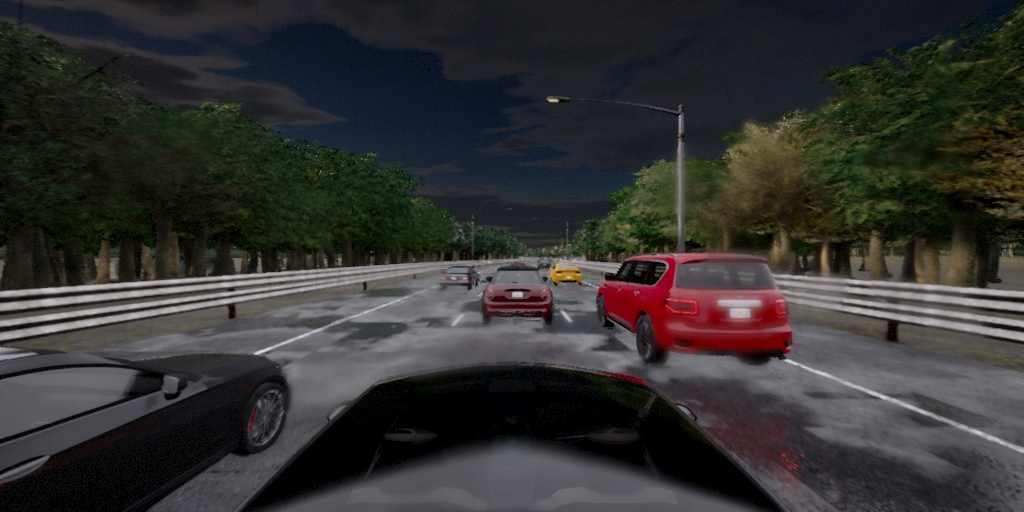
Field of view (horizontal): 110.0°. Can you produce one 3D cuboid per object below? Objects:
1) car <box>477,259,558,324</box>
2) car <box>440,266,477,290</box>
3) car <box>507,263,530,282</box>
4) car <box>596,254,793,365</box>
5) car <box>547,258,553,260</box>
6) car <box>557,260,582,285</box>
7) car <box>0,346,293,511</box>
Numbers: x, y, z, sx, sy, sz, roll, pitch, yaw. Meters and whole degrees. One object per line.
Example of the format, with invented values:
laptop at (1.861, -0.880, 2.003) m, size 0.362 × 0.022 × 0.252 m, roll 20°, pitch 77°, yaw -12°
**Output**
car at (0.179, 1.107, 12.192) m, size 2.097 × 1.767 × 4.553 m, roll 0°, pitch 0°, yaw 1°
car at (-3.162, 1.314, 22.434) m, size 2.033 × 1.411 × 5.357 m, roll 0°, pitch 0°, yaw 1°
car at (0.553, 1.316, 30.491) m, size 1.812 × 1.442 × 4.674 m, roll 0°, pitch 0°, yaw 2°
car at (3.530, 0.974, 8.200) m, size 2.150 × 2.045 × 5.566 m, roll 0°, pitch 0°, yaw 0°
car at (5.038, 1.273, 55.967) m, size 2.097 × 1.767 × 4.553 m, roll 0°, pitch 0°, yaw 3°
car at (3.829, 1.257, 26.182) m, size 1.882 × 1.535 × 5.008 m, roll 0°, pitch 0°, yaw 1°
car at (-3.404, 1.275, 2.127) m, size 1.812 × 1.442 × 4.674 m, roll 0°, pitch 0°, yaw 0°
